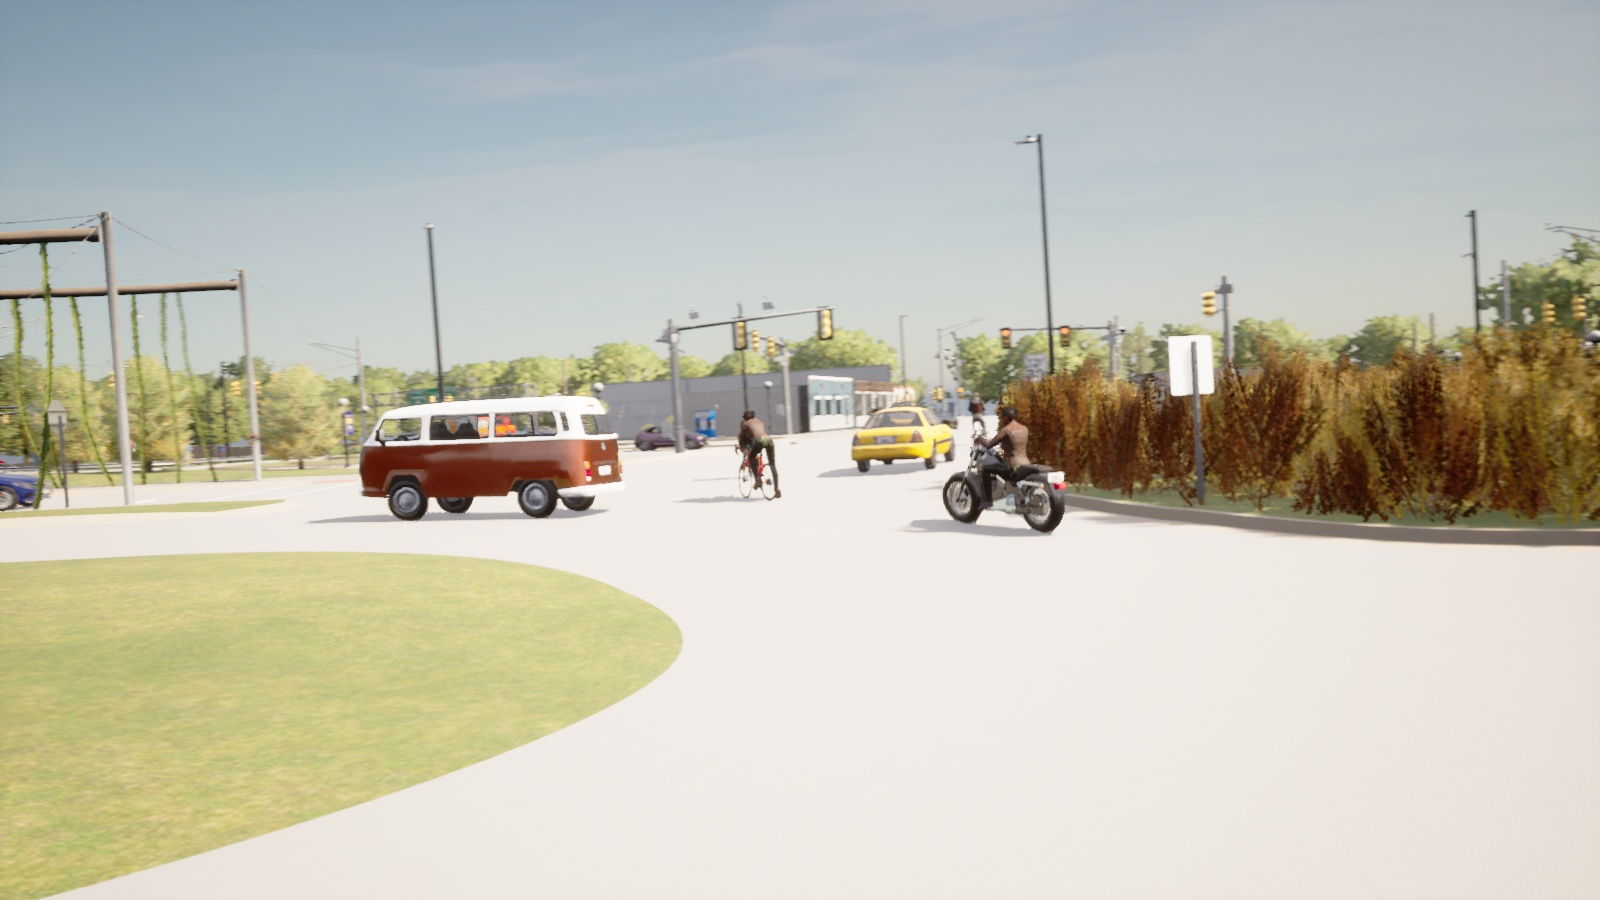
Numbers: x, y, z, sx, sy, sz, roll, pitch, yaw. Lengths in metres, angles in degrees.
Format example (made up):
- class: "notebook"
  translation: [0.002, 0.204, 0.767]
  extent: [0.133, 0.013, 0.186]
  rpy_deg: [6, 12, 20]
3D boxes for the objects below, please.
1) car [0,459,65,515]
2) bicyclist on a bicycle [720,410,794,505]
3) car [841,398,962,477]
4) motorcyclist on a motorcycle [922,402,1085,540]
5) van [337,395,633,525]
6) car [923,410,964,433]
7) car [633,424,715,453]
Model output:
- class: "car"
  translation: [-23.618, 1.115, 35.316]
  extent: [4.674, 1.442, 1.812]
  rpy_deg: [-3, 2, -10]
- class: "bicyclist on a bicycle"
  translation: [-0.794, 0.120, 22.864]
  extent: [0.582, 1.620, 1.656]
  rpy_deg: [-5, 3, -28]
- class: "car"
  translation: [2.520, -0.372, 29.837]
  extent: [1.801, 1.575, 5.366]
  rpy_deg: [-3, 2, 15]
- class: "motorcyclist on a motorcycle"
  translation: [2.633, 0.231, 16.556]
  extent: [0.766, 1.649, 2.350]
  rpy_deg: [-4, 3, -29]
- class: "van"
  translation: [-5.439, 0.168, 21.877]
  extent: [4.480, 2.038, 2.069]
  rpy_deg: [-2, 1, 16]
- class: "car"
  translation: [9.970, -1.986, 87.234]
  extent: [1.994, 1.385, 4.181]
  rpy_deg: [-3, 2, 17]
- class: "car"
  translation: [-7.166, -0.649, 71.520]
  extent: [4.193, 1.474, 1.816]
  rpy_deg: [-2, 2, 12]
